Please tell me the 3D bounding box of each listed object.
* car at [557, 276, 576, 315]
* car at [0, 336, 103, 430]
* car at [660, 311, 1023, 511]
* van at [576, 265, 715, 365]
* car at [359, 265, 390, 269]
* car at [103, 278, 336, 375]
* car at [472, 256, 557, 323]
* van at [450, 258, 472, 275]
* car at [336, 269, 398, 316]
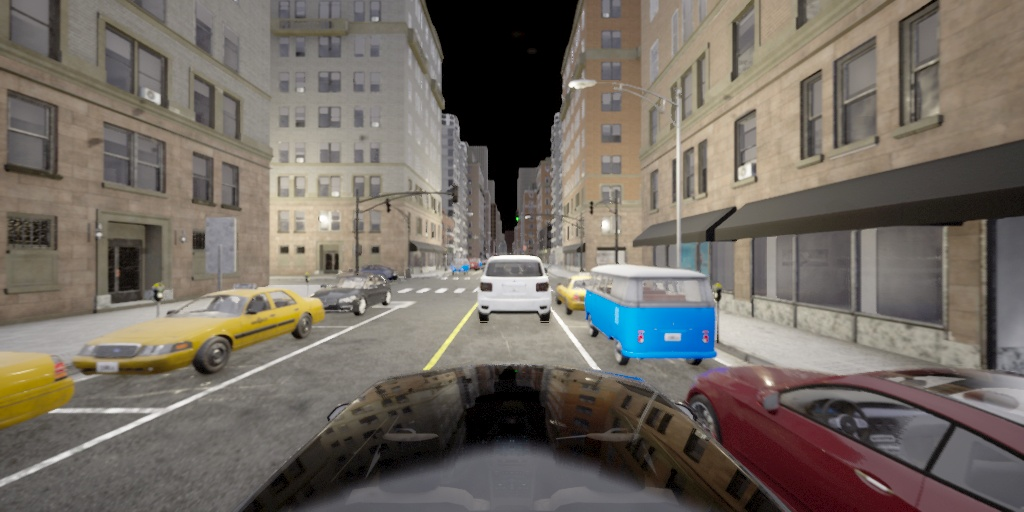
[{"bbox_3d":[2.665,1.315,13.626,1.751,1.417,4.829,0,0,0],"label":"car"},{"bbox_3d":[-5.857,1.277,1.929,1.751,1.417,4.829,0,0,0],"label":"car"},{"bbox_3d":[2.669,1.333,2.117,1.802,1.307,4.207,0,0,0],"label":"car"},{"bbox_3d":[2.667,1.112,7.787,1.690,1.789,3.998,0,0,0],"label":"van"},{"bbox_3d":[-11.339,1.392,28.650,4.181,1.385,1.994,0,0,4],"label":"car"},{"bbox_3d":[-5.859,1.297,7.598,1.751,1.417,4.829,0,0,0],"label":"car"},{"bbox_3d":[0.089,1.011,12.448,2.150,2.045,5.566,0,0,1],"label":"car"},{"bbox_3d":[-5.868,1.220,40.632,1.690,1.789,3.998,0,0,0],"label":"van"},{"bbox_3d":[-5.860,1.340,13.436,2.007,1.370,4.403,0,0,0],"label":"car"}]
